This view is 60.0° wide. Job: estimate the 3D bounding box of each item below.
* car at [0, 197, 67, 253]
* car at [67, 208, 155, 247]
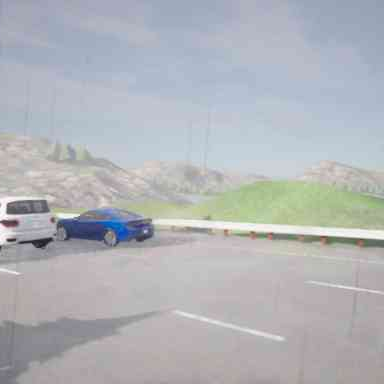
[{"bbox_3d":[-7.752,1.202,13.059,5.566,2.045,2.150,0,0,31],"label":"car"},{"bbox_3d":[-3.979,1.450,14.825,5.008,1.535,1.882,0,0,32],"label":"car"}]
